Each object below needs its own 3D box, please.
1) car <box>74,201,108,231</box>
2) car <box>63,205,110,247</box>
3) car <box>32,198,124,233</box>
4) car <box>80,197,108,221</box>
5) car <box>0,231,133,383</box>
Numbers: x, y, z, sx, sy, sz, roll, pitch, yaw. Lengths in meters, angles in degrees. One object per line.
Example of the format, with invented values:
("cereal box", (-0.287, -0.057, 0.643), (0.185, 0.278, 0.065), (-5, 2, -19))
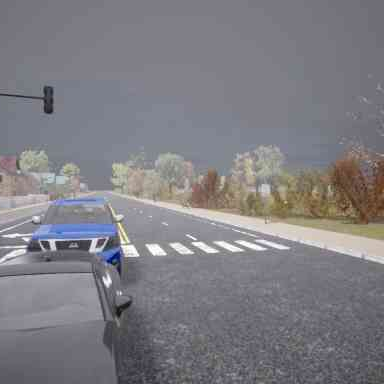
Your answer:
("car", (-6.535, 1.468, 21.856), (1.882, 1.535, 5.008), (0, 0, -15))
("car", (-4.986, 1.499, 16.106), (1.837, 1.490, 4.892), (0, 0, -15))
("car", (-3.348, 1.218, 10.028), (2.150, 2.045, 5.566), (0, 0, -15))
("car", (-8.077, 1.338, 27.595), (2.097, 1.767, 4.553), (0, 0, -15))
("car", (-1.729, 1.524, 3.934), (1.812, 1.442, 4.674), (0, 0, -13))
